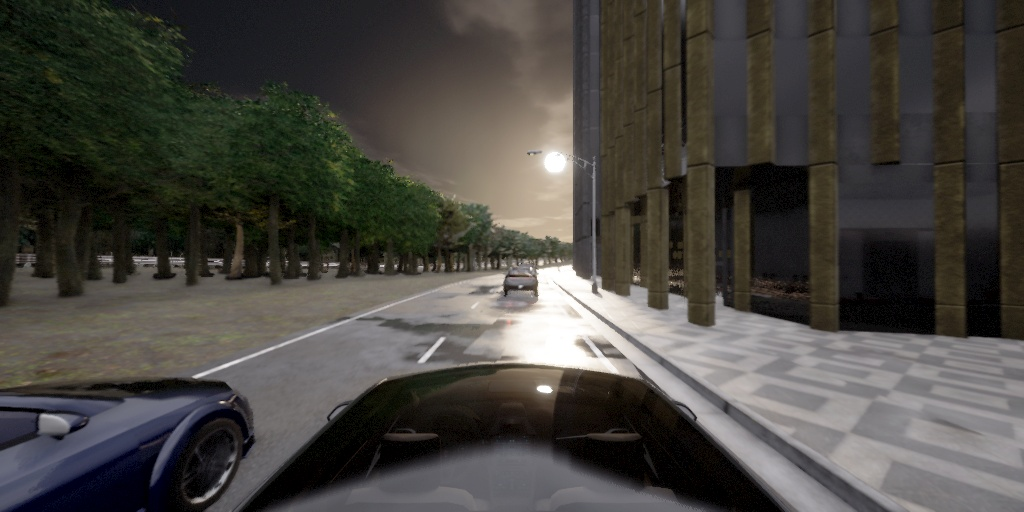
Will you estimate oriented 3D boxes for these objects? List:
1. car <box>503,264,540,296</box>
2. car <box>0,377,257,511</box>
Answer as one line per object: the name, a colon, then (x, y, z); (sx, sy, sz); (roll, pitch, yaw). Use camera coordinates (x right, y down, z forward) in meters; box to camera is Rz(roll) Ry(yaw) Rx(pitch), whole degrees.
car: (0.531, 1.374, 20.393); (2.128, 1.511, 4.902); (0, -1, 2)
car: (-3.372, 1.310, 1.607); (1.994, 1.385, 4.181); (0, 0, 0)
